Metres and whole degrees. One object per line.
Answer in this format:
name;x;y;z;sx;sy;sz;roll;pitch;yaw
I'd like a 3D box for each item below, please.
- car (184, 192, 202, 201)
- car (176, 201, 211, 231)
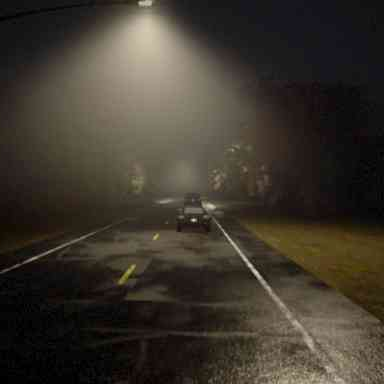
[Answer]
car;0.098;1.070;43.382;2.150;2.045;5.566;0;0;0
car;0.099;1.493;20.219;1.994;1.385;4.181;0;0;0
